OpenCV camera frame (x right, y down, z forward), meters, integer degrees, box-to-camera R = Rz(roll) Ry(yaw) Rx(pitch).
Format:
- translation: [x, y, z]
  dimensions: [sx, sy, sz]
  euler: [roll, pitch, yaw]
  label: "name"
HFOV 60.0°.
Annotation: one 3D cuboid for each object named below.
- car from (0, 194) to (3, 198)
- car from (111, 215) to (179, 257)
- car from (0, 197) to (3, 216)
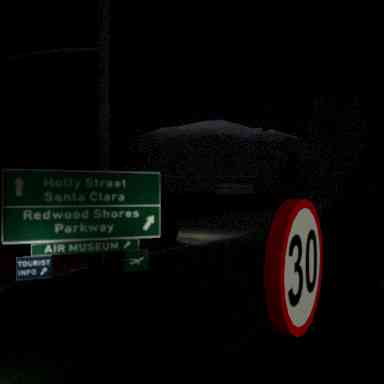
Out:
- translation: [-38.782, 1.487, 69.852]
  dimensions: [4.514, 1.523, 2.007]
  euler: [0, 0, 35]
  label: "car"
- translation: [-2.887, 1.414, 14.227]
  dimensions: [2.150, 2.045, 5.566]
  euler: [0, 0, 36]
  label: "car"
- translation: [-12.432, 1.504, 25.998]
  dimensions: [1.905, 1.878, 3.866]
  euler: [0, 0, 35]
  label: "car"
